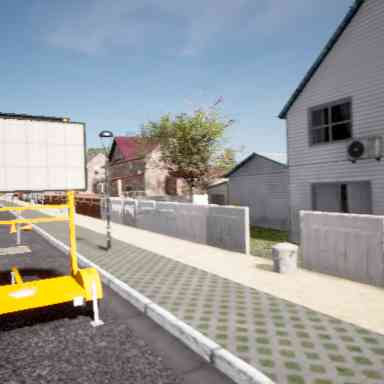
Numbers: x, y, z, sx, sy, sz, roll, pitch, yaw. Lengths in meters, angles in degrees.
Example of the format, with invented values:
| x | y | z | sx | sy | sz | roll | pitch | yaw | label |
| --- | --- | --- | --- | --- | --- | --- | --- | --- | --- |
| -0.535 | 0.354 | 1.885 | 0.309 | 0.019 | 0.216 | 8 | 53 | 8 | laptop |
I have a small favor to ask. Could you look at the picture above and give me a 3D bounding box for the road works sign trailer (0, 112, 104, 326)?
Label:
| x | y | z | sx | sy | sz | roll | pitch | yaw | label |
| --- | --- | --- | --- | --- | --- | --- | --- | --- | --- |
| -3.172 | 0.404 | 6.048 | 2.380 | 3.560 | 2.880 | -2 | 1 | -32 | road works sign trailer |
